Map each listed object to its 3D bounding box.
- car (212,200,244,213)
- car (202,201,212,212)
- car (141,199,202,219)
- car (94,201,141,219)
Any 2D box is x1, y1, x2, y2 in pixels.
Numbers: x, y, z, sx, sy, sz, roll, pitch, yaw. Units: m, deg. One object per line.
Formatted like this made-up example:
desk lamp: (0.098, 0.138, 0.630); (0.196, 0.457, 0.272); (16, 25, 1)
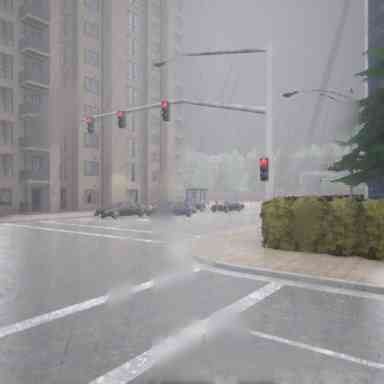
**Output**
car: (3.970, 1.601, 37.183); (1.895, 1.301, 4.718); (0, 0, 36)
car: (-0.329, 1.492, 37.228); (2.128, 1.511, 4.902); (0, 0, 36)
car: (-1.677, 1.547, 29.435); (2.033, 1.411, 5.357); (0, 0, 36)
car: (-6.012, 1.547, 29.424); (2.033, 1.411, 5.357); (0, 0, 36)
